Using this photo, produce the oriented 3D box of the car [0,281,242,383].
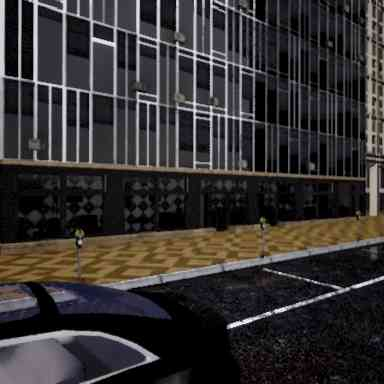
[{"bbox_3d":[-1.861,1.493,2.052,4.902,1.511,2.128,0,0,-35],"label":"car"}]
